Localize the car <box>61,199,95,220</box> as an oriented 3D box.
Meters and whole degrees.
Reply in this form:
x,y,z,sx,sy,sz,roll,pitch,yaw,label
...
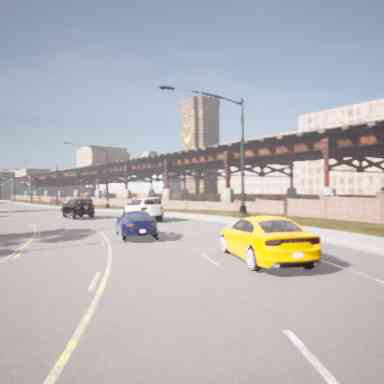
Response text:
x,y,z,sx,sy,sz,roll,pitch,yaw,label
-12.048,1.747,35.075,2.150,2.045,5.566,-1,0,-36,car

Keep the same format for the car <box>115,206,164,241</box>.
x,y,z,sx,sy,sz,roll,pitch,yaw,label
-3.073,1.734,18.118,1.812,1.442,4.674,-1,-1,-18,car

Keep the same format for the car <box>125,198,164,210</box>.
x,y,z,sx,sy,sz,roll,pitch,yaw,label
-4.363,1.534,29.681,2.150,2.045,5.566,-1,0,-29,car

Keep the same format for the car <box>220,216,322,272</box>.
x,y,z,sx,sy,sz,roll,pitch,yaw,label
2.352,1.534,11.180,1.882,1.535,5.008,-1,0,-10,car
